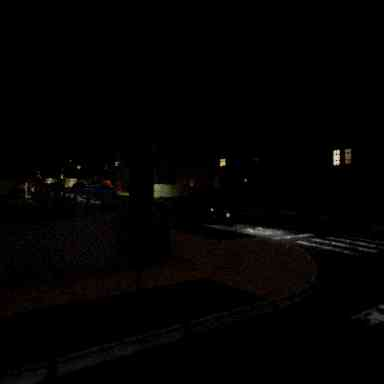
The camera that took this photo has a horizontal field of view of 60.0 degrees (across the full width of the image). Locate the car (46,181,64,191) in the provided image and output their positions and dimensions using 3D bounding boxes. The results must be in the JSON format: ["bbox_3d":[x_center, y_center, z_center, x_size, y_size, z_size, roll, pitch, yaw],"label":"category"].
[{"bbox_3d":[-19.103,-0.772,46.471,2.128,1.511,4.902,0,2,-35],"label":"car"}]

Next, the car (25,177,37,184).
[{"bbox_3d":[-39.642,-2.887,81.626,2.097,1.767,4.553,-3,4,-35],"label":"car"}]

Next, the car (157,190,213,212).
[{"bbox_3d":[-0.653,0.642,25.544,1.895,1.301,4.718,0,2,-36],"label":"car"}]

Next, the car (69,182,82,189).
[{"bbox_3d":[-15.618,-0.653,46.439,1.812,1.442,4.674,0,3,-35],"label":"car"}]

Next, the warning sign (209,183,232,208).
[{"bbox_3d":[2.208,0.251,25.566,1.300,1.860,1.060,-3,2,-35],"label":"warning sign"}]

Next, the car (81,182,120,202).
[{"bbox_3d":[-8.465,0.060,31.377,1.882,1.535,5.008,0,3,-35],"label":"car"}]

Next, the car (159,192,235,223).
[{"bbox_3d":[0.427,0.801,18.889,2.128,1.511,4.902,0,3,-35],"label":"car"}]
